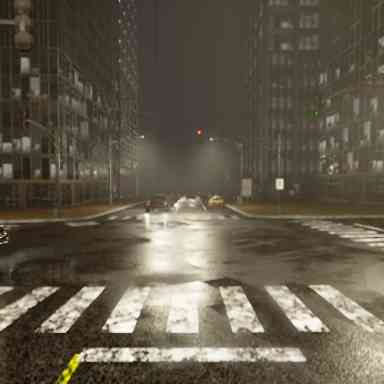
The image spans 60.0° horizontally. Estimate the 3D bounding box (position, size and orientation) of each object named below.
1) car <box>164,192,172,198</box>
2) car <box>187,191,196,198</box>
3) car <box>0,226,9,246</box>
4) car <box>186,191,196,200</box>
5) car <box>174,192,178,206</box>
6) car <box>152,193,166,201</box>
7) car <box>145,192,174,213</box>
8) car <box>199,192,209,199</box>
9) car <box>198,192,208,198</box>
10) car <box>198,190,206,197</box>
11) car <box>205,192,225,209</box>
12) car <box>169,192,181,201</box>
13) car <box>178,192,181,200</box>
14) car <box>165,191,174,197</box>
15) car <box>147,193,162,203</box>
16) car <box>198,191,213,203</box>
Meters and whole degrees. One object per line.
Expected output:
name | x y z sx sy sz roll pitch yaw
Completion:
car | -5.836 0.638 81.623 1.802 1.307 4.206 -1 1 0
car | -0.151 0.464 73.530 1.882 1.535 5.008 0 1 0
car | -9.297 1.465 12.390 4.892 1.490 1.837 0 0 12
car | -0.130 0.873 63.560 1.895 1.301 4.718 0 1 0
car | -3.177 1.013 41.293 1.882 1.535 5.008 0 1 0
car | -5.790 0.894 58.929 1.947 1.339 4.313 -1 1 0
car | -3.179 0.994 31.995 2.097 1.767 4.553 0 1 0
car | 2.534 0.759 70.231 1.947 1.339 4.313 -1 1 0
car | 2.523 0.676 75.904 2.008 1.369 4.403 -1 1 0
car | 2.498 0.428 87.251 1.967 1.590 4.097 -1 1 0
car | 2.729 1.103 37.642 1.752 1.417 4.829 -1 1 0
car | -3.145 0.764 62.396 1.882 1.535 5.008 0 0 0
car | -3.171 1.019 51.305 1.895 1.301 4.718 0 1 0
car | -5.848 0.553 87.295 1.947 1.339 4.313 -1 1 0
car | -5.949 0.961 53.255 1.947 1.339 4.313 -1 1 0
car | 2.604 0.717 52.720 2.192 1.841 5.009 -1 1 0
